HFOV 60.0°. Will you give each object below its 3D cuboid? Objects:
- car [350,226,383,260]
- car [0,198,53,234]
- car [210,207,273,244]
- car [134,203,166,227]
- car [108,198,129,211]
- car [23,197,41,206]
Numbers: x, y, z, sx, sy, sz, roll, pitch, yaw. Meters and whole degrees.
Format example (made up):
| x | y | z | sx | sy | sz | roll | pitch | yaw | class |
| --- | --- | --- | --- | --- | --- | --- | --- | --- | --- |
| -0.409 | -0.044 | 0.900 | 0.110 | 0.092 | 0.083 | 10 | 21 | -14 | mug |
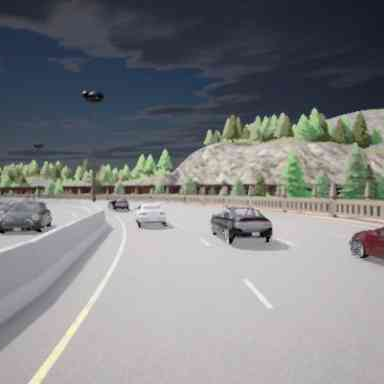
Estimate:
| x | y | z | sx | sy | sz | roll | pitch | yaw | class |
| --- | --- | --- | --- | --- | --- | --- | --- | --- | --- |
| 6.422 | 1.459 | 9.367 | 1.812 | 1.442 | 4.674 | 0 | 0 | -6 | car |
| -9.534 | 1.344 | 19.323 | 2.097 | 1.767 | 4.553 | 0 | 0 | -14 | car |
| 2.103 | 1.425 | 15.351 | 2.128 | 1.511 | 4.902 | 0 | 0 | -9 | car |
| -2.884 | 1.468 | 22.469 | 1.812 | 1.442 | 4.674 | 0 | 0 | -13 | car |
| -8.781 | 1.432 | 39.495 | 2.128 | 1.511 | 4.902 | -1 | 0 | -24 | car |
| -27.084 | 1.626 | 56.127 | 1.994 | 1.385 | 4.181 | -1 | 0 | -37 | car |
